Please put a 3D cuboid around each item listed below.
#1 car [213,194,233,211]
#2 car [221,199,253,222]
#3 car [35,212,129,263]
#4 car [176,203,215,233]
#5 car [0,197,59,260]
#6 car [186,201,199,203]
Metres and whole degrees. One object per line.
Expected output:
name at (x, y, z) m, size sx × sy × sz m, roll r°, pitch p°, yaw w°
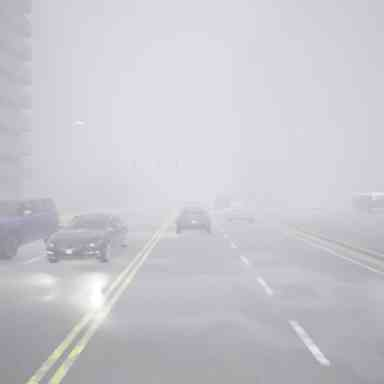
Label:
car at (3.825, 1.239, 41.071) m, size 2.150 × 2.045 × 5.566 m, roll 0°, pitch 0°, yaw 4°
car at (3.587, 1.539, 26.077) m, size 1.812 × 1.442 × 4.674 m, roll 0°, pitch 0°, yaw 0°
car at (-3.538, 1.513, 12.074) m, size 1.837 × 1.490 × 4.892 m, roll 0°, pitch -1°, yaw 1°
car at (0.091, 1.574, 19.878) m, size 1.994 × 1.385 × 4.181 m, roll 0°, pitch 0°, yaw 0°
car at (-7.032, 1.228, 12.859) m, size 2.150 × 2.045 × 5.566 m, roll 0°, pitch 0°, yaw 1°
car at (0.075, 1.621, 38.000) m, size 1.895 × 1.301 × 4.718 m, roll 0°, pitch 0°, yaw 0°
